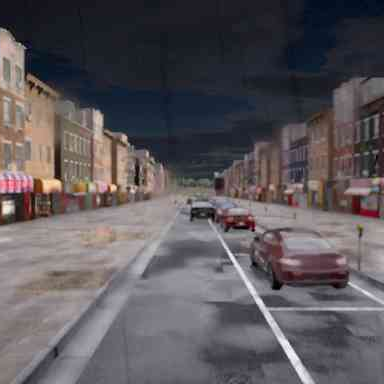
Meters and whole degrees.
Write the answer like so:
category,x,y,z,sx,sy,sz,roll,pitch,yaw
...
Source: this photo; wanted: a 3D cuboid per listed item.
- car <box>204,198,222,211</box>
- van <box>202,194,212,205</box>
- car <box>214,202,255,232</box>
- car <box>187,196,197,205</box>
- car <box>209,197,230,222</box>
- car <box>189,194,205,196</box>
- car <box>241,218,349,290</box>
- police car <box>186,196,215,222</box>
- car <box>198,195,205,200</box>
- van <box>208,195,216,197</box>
category,x,y,z,sx,sy,sz,roll,pitch,yaw
car,2.624,1.551,42.042,2.008,1.369,4.403,-1,0,0
van,2.620,1.342,58.639,1.690,1.788,3.998,-1,0,0
car,2.623,1.545,19.911,1.887,1.381,4.507,-1,0,0
car,0.004,1.526,62.082,1.812,1.442,4.674,0,0,0
car,2.621,1.440,25.444,1.967,1.590,4.097,-1,0,0
car,0.716,1.456,42.934,1.801,1.575,5.366,0,0,0
car,2.623,1.582,8.846,1.802,1.307,4.206,-1,0,0
police car,0.745,1.425,26.839,1.930,1.638,5.238,0,0,-1
car,2.627,1.585,91.833,1.802,1.307,4.206,-1,0,0
van,2.619,1.341,30.976,1.690,1.788,3.998,-1,0,0
